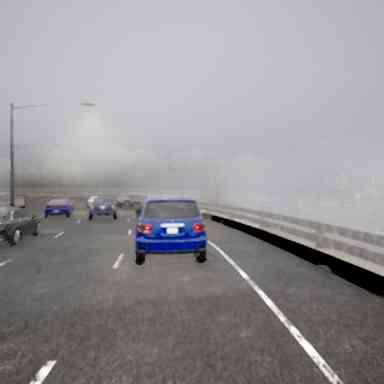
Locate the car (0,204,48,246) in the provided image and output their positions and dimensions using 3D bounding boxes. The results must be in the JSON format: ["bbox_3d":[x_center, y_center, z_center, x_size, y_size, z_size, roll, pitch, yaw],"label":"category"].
[{"bbox_3d":[-8.234,1.438,14.822,1.837,1.490,4.892,0,0,-8],"label":"car"}]

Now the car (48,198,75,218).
[{"bbox_3d":[-11.346,1.329,28.553,1.882,1.535,5.008,0,1,-16],"label":"car"}]

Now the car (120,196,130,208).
[{"bbox_3d":[-8.691,1.269,42.426,1.812,1.442,4.674,0,1,-22],"label":"car"}]

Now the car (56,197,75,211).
[{"bbox_3d":[-14.534,1.363,38.236,1.994,1.385,4.181,0,1,-21],"label":"car"}]

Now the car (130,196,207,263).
[{"bbox_3d":[-0.837,1.143,11.846,2.150,2.045,5.566,0,0,-6],"label":"car"}]

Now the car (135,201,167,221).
[{"bbox_3d":[-3.322,1.433,26.244,1.895,1.301,4.718,0,0,-14],"label":"car"}]

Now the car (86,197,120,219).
[{"bbox_3d":[-7.227,1.195,27.155,2.097,1.767,4.553,0,0,-14],"label":"car"}]
